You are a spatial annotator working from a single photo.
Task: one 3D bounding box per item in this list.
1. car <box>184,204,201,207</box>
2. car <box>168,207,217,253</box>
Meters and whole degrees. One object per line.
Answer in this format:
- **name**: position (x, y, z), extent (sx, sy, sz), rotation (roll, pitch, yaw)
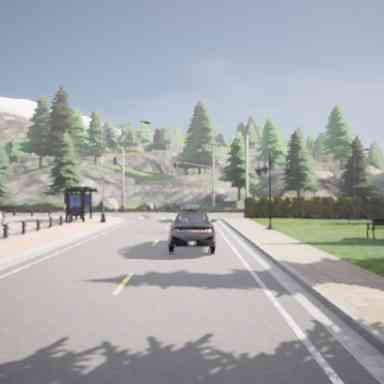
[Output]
- **car**: position (0.042, 1.766, 29.460), extent (1.882, 1.535, 5.008), rotation (0, 0, 1)
- **car**: position (0.011, 1.632, 14.285), extent (2.128, 1.511, 4.902), rotation (0, 0, 0)
